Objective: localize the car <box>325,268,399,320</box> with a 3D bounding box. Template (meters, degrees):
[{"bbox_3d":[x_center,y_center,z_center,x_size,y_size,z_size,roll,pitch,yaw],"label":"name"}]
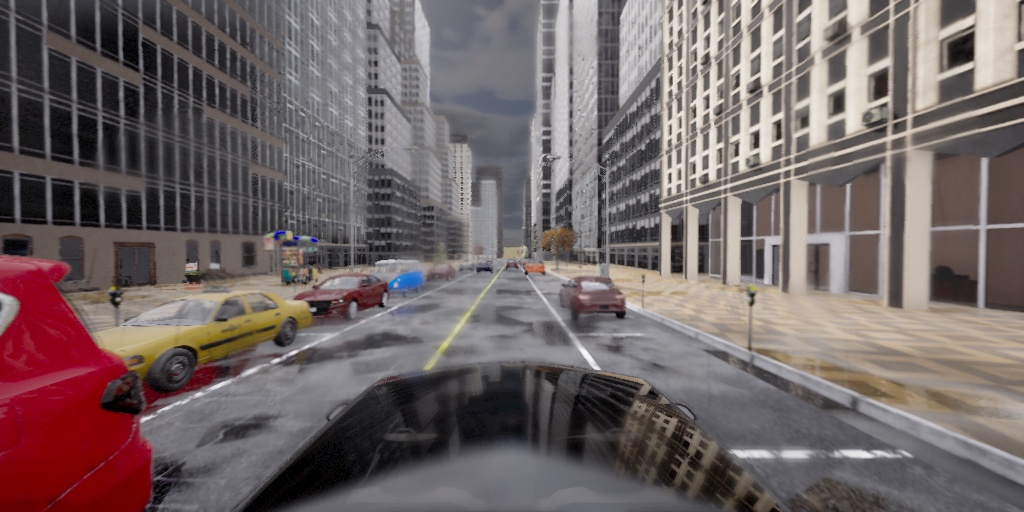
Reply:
[{"bbox_3d":[-5.689,1.293,12.482,1.888,1.381,4.507,0,0,0],"label":"car"}]

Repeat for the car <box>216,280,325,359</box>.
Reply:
[{"bbox_3d":[-5.689,1.274,6.688,1.751,1.417,4.829,0,0,0],"label":"car"}]

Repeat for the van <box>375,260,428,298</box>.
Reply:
[{"bbox_3d":[-5.690,1.088,18.106,1.690,1.789,3.998,0,0,0],"label":"van"}]

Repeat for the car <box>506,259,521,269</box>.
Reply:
[{"bbox_3d":[-0.001,1.285,55.407,1.812,1.442,4.674,0,0,0],"label":"car"}]

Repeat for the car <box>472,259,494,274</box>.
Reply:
[{"bbox_3d":[-3.090,1.352,41.341,1.895,1.301,4.718,0,0,0],"label":"car"}]

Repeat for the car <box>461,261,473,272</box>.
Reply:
[{"bbox_3d":[-5.692,1.304,46.232,2.007,1.370,4.403,0,0,0],"label":"car"}]

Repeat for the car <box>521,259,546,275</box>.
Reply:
[{"bbox_3d":[2.386,1.103,38.328,2.097,1.767,4.553,0,0,0],"label":"car"}]

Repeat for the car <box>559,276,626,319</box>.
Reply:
[{"bbox_3d":[2.691,1.330,12.483,1.802,1.307,4.207,0,0,0],"label":"car"}]

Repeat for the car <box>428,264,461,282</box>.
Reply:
[{"bbox_3d":[-5.690,1.293,29.357,1.888,1.381,4.507,0,0,0],"label":"car"}]
